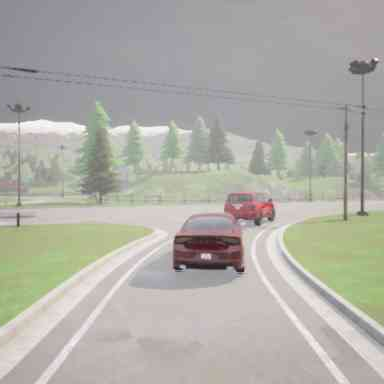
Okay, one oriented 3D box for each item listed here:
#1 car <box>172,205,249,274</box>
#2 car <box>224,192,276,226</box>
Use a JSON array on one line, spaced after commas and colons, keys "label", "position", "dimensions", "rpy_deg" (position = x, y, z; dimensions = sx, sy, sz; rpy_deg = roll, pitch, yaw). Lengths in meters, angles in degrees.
[{"label": "car", "position": [0.648, 1.368, 10.364], "dimensions": [1.882, 1.535, 5.008], "rpy_deg": [0, 0, 7]}, {"label": "car", "position": [3.859, 0.994, 21.774], "dimensions": [2.150, 2.045, 5.566], "rpy_deg": [0, 1, 27]}]
